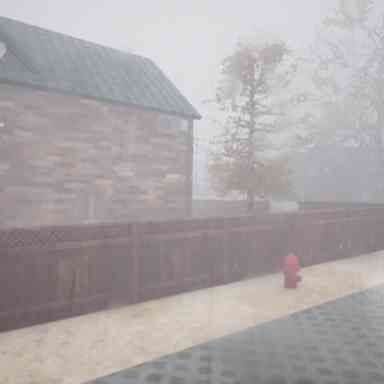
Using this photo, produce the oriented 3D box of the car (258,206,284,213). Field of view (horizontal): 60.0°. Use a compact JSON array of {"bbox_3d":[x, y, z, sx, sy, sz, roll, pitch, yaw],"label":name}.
[{"bbox_3d":[6.044,1.740,28.831,1.994,1.385,4.181,2,-2,-35],"label":"car"}]
